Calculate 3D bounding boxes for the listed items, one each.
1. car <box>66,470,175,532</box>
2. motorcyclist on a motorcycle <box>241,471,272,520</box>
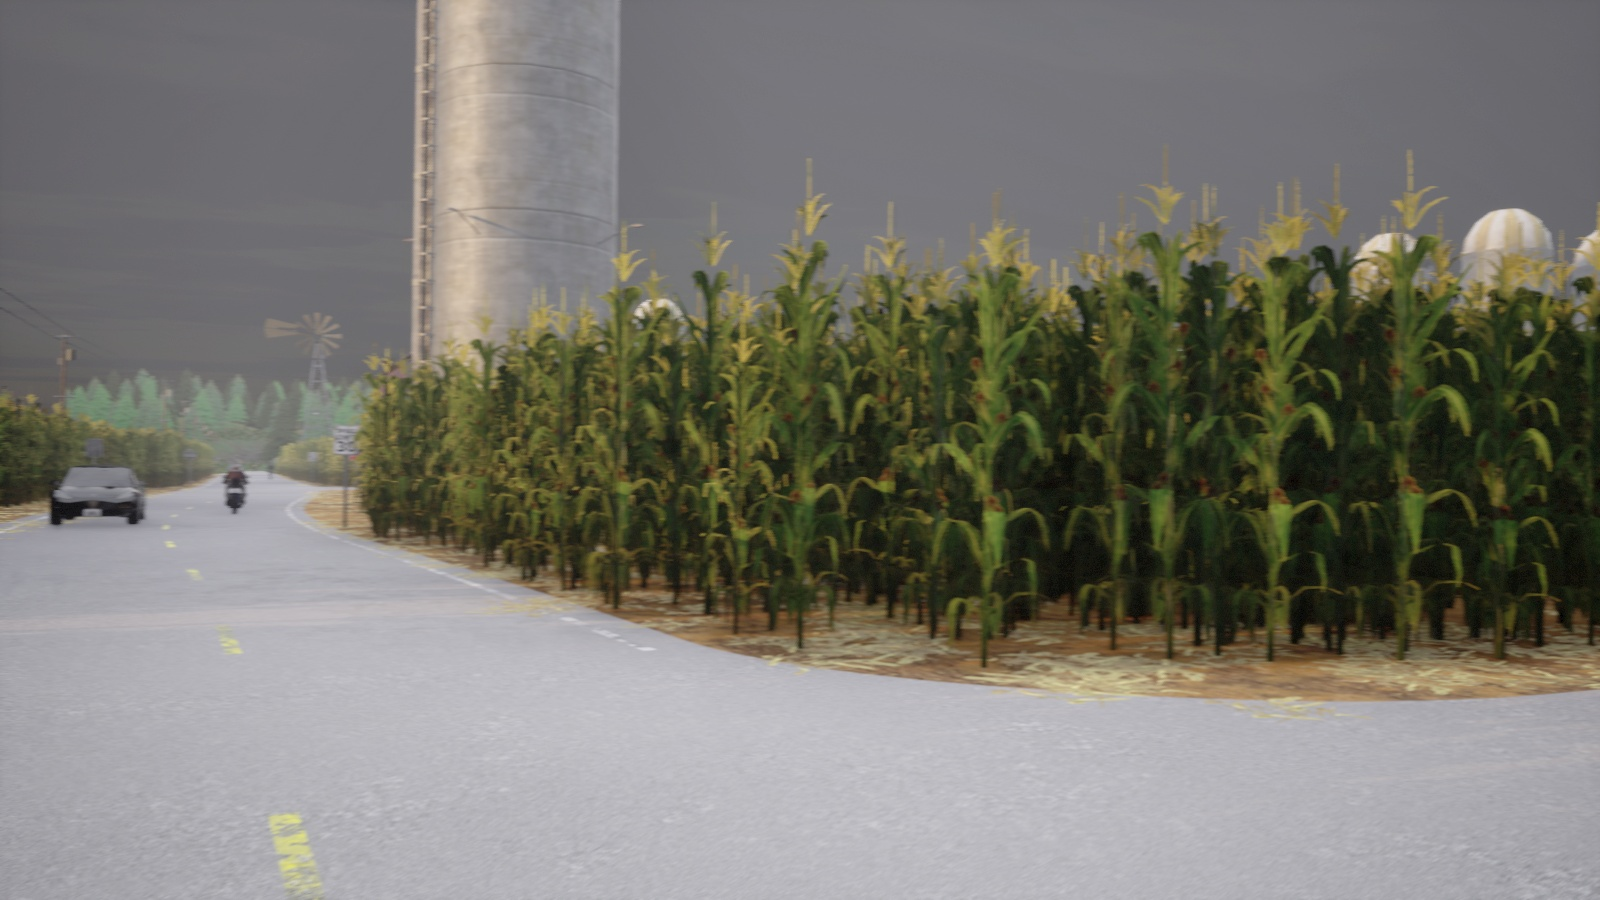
[{"bbox_3d":[-17.738,1.278,32.997,2.163,1.488,4.792,1,-1,-24],"label":"car"},{"bbox_3d":[-17.296,1.426,40.007,0.866,1.530,2.191,1,-1,-23],"label":"motorcyclist on a motorcycle"}]
